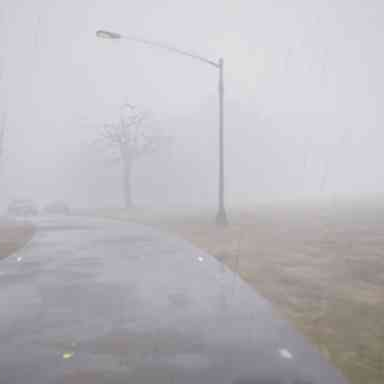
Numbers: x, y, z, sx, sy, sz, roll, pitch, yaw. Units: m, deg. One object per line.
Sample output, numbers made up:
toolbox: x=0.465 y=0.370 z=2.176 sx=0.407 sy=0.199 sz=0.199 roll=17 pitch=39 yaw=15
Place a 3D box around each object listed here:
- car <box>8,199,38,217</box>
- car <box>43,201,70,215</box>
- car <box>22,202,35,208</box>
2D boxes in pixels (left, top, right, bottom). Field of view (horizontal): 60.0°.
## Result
car: x=-19.506 y=1.763 z=38.252 sx=2.150 sy=2.045 sz=5.566 roll=1 pitch=-2 yaw=-40
car: x=-16.919 y=1.960 z=41.440 sx=2.097 sy=1.767 sz=4.553 roll=1 pitch=-2 yaw=-41
car: x=-35.914 y=2.831 z=73.140 sx=1.895 sy=1.301 sz=4.718 roll=0 pitch=-1 yaw=-15
